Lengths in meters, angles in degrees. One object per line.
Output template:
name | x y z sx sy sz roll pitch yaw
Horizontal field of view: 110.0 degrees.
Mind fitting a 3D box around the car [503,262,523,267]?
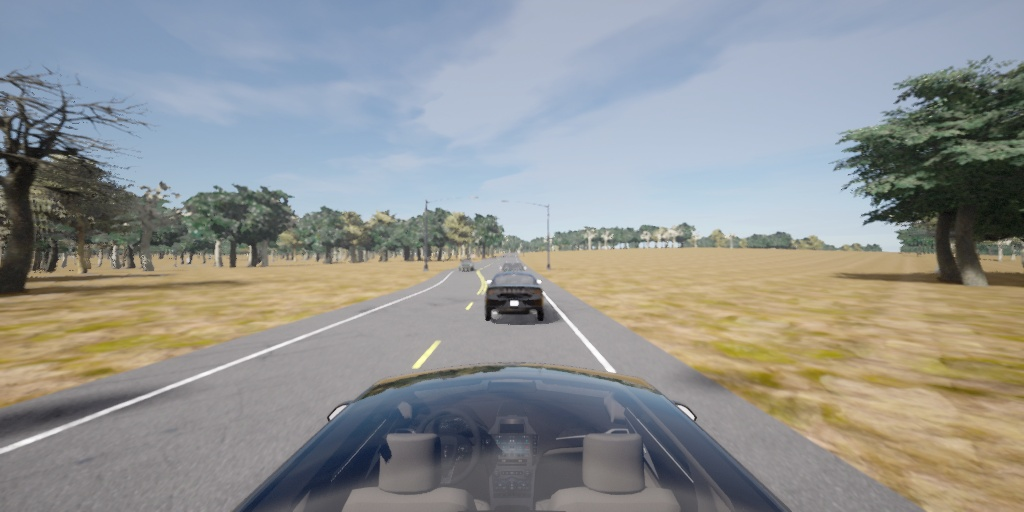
car | 0.074 1.223 27.398 2.097 1.767 4.553 0 0 0

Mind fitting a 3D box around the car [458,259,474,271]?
car | -6.599 1.290 52.045 2.097 1.767 4.553 0 0 -4

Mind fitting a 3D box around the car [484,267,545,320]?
car | 0.074 1.282 12.942 1.882 1.535 5.008 0 -1 0
